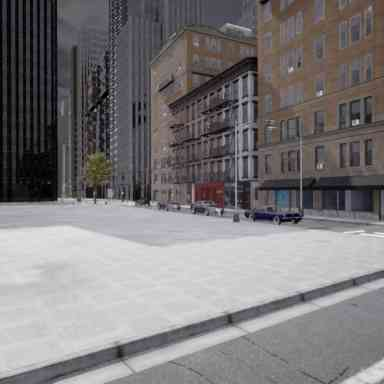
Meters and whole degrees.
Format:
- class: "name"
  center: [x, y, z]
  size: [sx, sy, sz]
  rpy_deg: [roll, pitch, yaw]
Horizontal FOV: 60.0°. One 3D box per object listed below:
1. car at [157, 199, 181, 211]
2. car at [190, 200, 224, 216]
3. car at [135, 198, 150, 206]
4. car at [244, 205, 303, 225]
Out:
- class: "car"
  center: [-3.055, 1.689, 43.332]
  size: [2.128, 1.511, 4.902]
  rpy_deg: [0, 0, -26]
- class: "car"
  center: [1.493, 1.630, 34.087]
  size: [2.128, 1.511, 4.902]
  rpy_deg: [0, 0, -26]
- class: "car"
  center: [-9.240, 1.815, 61.931]
  size: [1.837, 1.490, 4.892]
  rpy_deg: [0, 0, -27]
- class: "car"
  center: [6.006, 1.686, 24.944]
  size: [1.895, 1.301, 4.718]
  rpy_deg: [0, 0, -26]
